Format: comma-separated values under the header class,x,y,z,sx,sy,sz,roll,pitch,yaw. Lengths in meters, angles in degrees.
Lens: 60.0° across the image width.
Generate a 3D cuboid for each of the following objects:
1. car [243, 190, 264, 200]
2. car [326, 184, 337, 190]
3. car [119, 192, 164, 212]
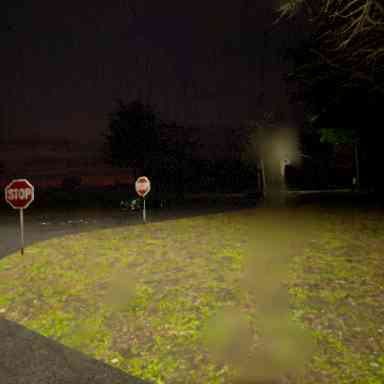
class,x,y,z,sx,sy,sz,roll,pitch,yaw
car,9.890,0.402,53.272,2.128,1.511,4.902,-3,1,34
car,35.695,-1.232,84.869,1.882,1.535,5.008,-3,0,35
car,-4.775,0.940,31.764,2.097,1.767,4.553,-3,0,34
